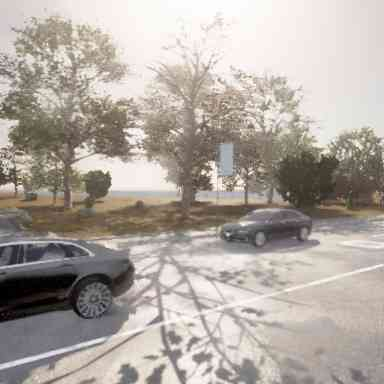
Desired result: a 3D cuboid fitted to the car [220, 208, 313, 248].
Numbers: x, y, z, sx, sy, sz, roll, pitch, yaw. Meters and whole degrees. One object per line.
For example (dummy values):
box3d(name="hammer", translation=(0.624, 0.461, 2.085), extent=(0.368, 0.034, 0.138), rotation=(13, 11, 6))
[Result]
box3d(name="car", translation=(3.433, 1.495, 14.922), extent=(4.892, 1.490, 1.837), rotation=(0, 0, -36))

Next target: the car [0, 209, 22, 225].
box3d(name="car", translation=(-6.198, 1.353, 8.070), extent=(4.553, 1.767, 2.097), rotation=(0, 0, -35))

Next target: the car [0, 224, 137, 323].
box3d(name="car", translation=(-3.377, 1.492, 5.781), extent=(4.902, 1.511, 2.128), rotation=(0, 0, -35))
